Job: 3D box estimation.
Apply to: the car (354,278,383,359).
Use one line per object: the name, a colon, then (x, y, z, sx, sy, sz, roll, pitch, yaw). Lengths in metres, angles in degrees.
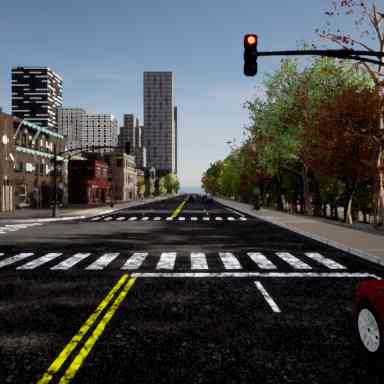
car: (3.344, 1.477, 2.962, 1.882, 1.535, 5.008, 0, 0, 0)

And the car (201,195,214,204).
car: (3.221, 1.523, 63.797, 2.033, 1.411, 5.357, 0, 0, -1)

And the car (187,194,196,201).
car: (-0.164, 1.279, 76.013, 1.882, 1.535, 5.008, 0, 0, 0)

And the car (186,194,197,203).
car: (-0.143, 1.501, 66.011, 1.812, 1.442, 4.674, 0, 0, 0)

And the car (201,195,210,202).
car: (3.091, 1.469, 76.322, 1.837, 1.490, 4.892, 0, 0, 0)
